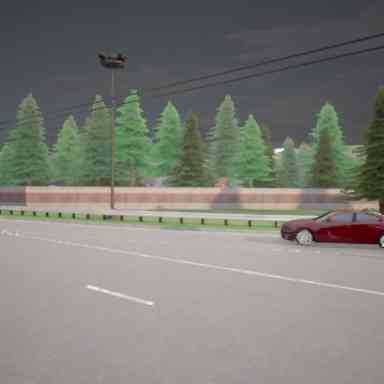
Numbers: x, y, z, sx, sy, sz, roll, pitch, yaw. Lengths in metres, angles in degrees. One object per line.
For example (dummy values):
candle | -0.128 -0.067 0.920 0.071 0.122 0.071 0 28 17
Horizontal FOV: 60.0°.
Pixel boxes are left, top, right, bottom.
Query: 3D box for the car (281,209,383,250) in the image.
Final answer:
car | 6.302 1.457 13.878 5.008 1.535 1.882 0 0 14
